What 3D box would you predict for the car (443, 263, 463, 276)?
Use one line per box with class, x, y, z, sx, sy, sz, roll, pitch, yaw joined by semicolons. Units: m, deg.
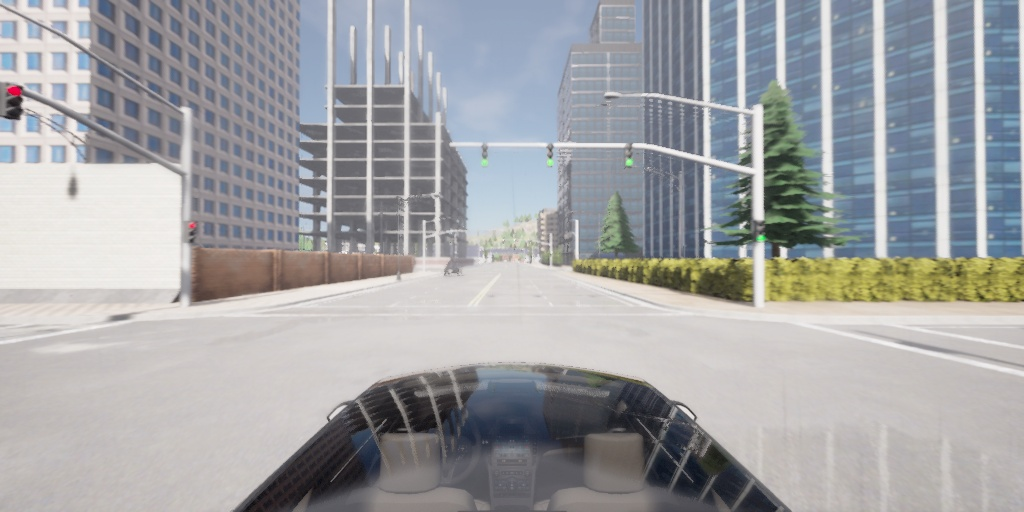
car;-6.992;1.544;43.080;1.837;1.490;4.892;0;-1;0
